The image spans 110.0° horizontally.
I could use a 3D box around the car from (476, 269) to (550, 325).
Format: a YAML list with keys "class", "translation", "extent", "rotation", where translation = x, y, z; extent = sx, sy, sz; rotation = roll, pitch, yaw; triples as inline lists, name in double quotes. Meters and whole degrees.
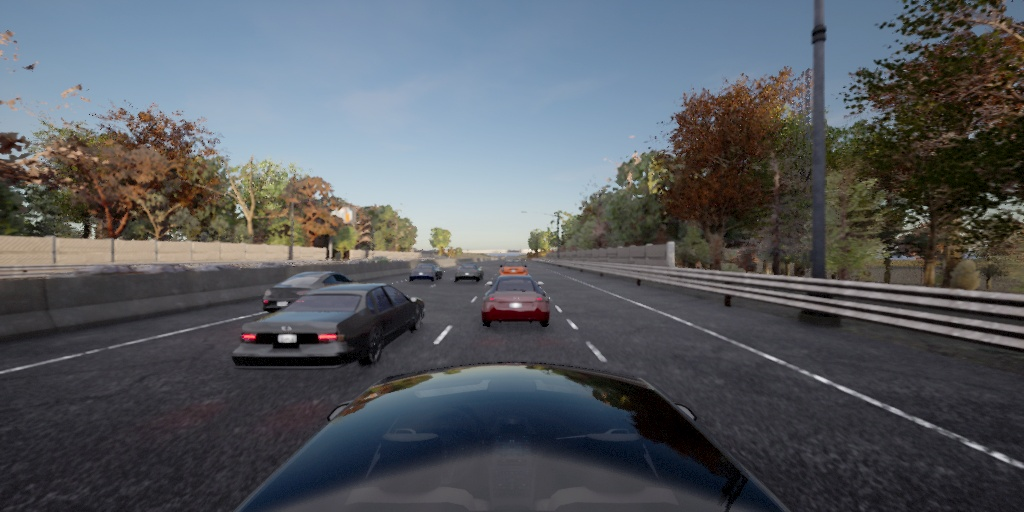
- class: "car"
  translation: [0.103, 1.310, 11.754]
  extent: [1.994, 1.385, 4.181]
  rotation: [0, 0, 0]

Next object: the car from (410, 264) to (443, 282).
- class: "car"
  translation: [-6.883, 1.312, 29.120]
  extent: [1.994, 1.385, 4.181]
  rotation: [0, 0, 0]

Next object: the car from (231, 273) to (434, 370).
- class: "car"
  translation: [-3.393, 1.295, 7.925]
  extent: [2.033, 1.411, 5.357]
  rotation: [0, 0, 0]

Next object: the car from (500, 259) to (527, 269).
- class: "car"
  translation: [0.114, 1.100, 28.228]
  extent: [2.097, 1.767, 4.553]
  rotation: [0, 0, 0]

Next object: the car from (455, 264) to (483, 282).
- class: "car"
  translation: [-3.383, 1.312, 28.957]
  extent: [1.994, 1.385, 4.181]
  rotation: [0, 0, 0]

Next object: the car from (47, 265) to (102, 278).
- class: "car"
  translation: [-28.086, 1.293, 24.768]
  extent: [2.033, 1.411, 5.357]
  rotation: [0, 0, 0]

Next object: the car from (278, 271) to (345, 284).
- class: "car"
  translation: [-6.891, 1.272, 13.039]
  extent: [1.812, 1.442, 4.674]
  rotation: [0, 0, 0]

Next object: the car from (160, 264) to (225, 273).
- class: "car"
  translation: [-21.086, 1.294, 25.379]
  extent: [2.033, 1.411, 5.357]
  rotation: [0, 0, 0]

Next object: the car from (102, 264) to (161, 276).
- class: "car"
  translation: [-24.586, 1.294, 25.187]
  extent: [2.033, 1.411, 5.357]
  rotation: [0, 0, 0]

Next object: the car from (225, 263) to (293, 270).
- class: "car"
  translation: [-17.583, 1.238, 25.955]
  extent: [2.128, 1.511, 4.902]
  rotation: [0, 0, 0]
